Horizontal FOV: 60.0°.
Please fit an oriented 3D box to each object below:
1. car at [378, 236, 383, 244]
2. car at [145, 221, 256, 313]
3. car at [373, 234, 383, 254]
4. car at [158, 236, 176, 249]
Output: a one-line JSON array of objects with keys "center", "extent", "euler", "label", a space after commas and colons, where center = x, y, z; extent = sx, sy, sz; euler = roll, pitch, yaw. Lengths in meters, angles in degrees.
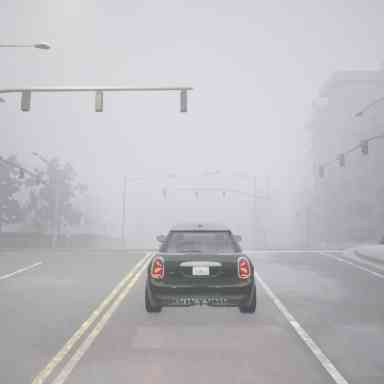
[{"center": [15.404, 3.516, 22.540], "extent": [4.892, 1.490, 1.837], "euler": [4, -9, 1], "label": "car"}, {"center": [0.177, 1.486, 8.130], "extent": [2.097, 1.767, 4.553], "euler": [0, -1, 0], "label": "car"}, {"center": [17.221, 4.278, 26.173], "extent": [4.892, 1.490, 1.837], "euler": [5, -10, 1], "label": "car"}, {"center": [-3.089, 6.472, 42.175], "extent": [1.837, 1.490, 4.892], "euler": [0, -10, 1], "label": "car"}]
